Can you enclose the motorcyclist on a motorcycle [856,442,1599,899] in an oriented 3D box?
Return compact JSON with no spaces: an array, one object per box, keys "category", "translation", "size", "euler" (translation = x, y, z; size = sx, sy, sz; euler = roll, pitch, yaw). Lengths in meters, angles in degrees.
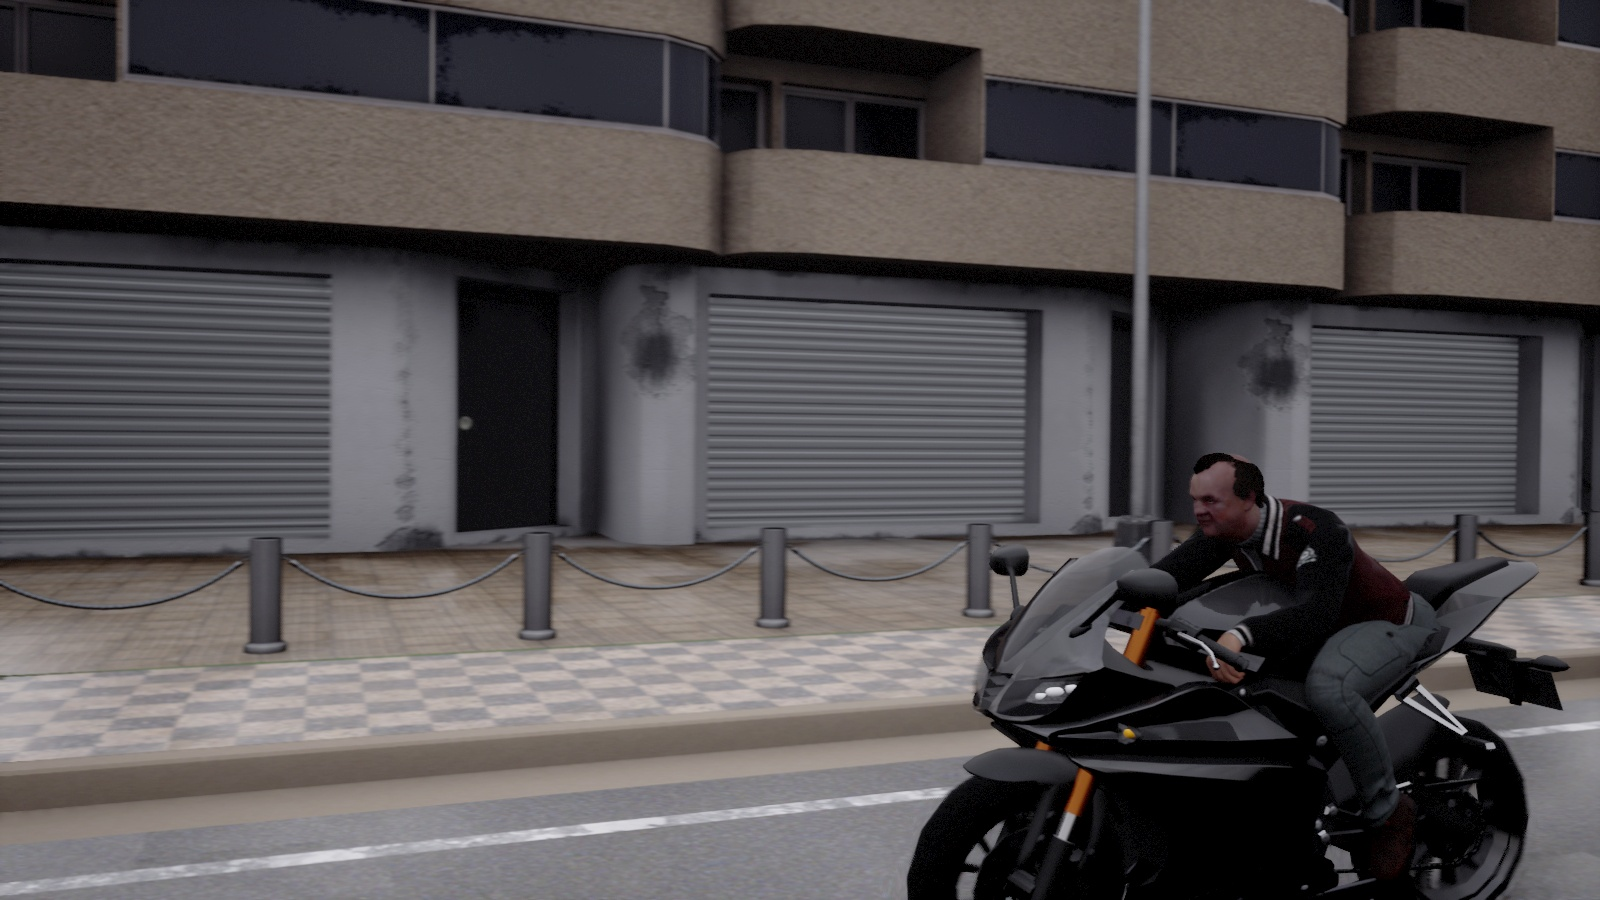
[{"category":"motorcyclist on a motorcycle","translation":[1.353,0.757,3.753],"size":[2.191,1.530,0.866],"euler":[-1,1,-21]}]
